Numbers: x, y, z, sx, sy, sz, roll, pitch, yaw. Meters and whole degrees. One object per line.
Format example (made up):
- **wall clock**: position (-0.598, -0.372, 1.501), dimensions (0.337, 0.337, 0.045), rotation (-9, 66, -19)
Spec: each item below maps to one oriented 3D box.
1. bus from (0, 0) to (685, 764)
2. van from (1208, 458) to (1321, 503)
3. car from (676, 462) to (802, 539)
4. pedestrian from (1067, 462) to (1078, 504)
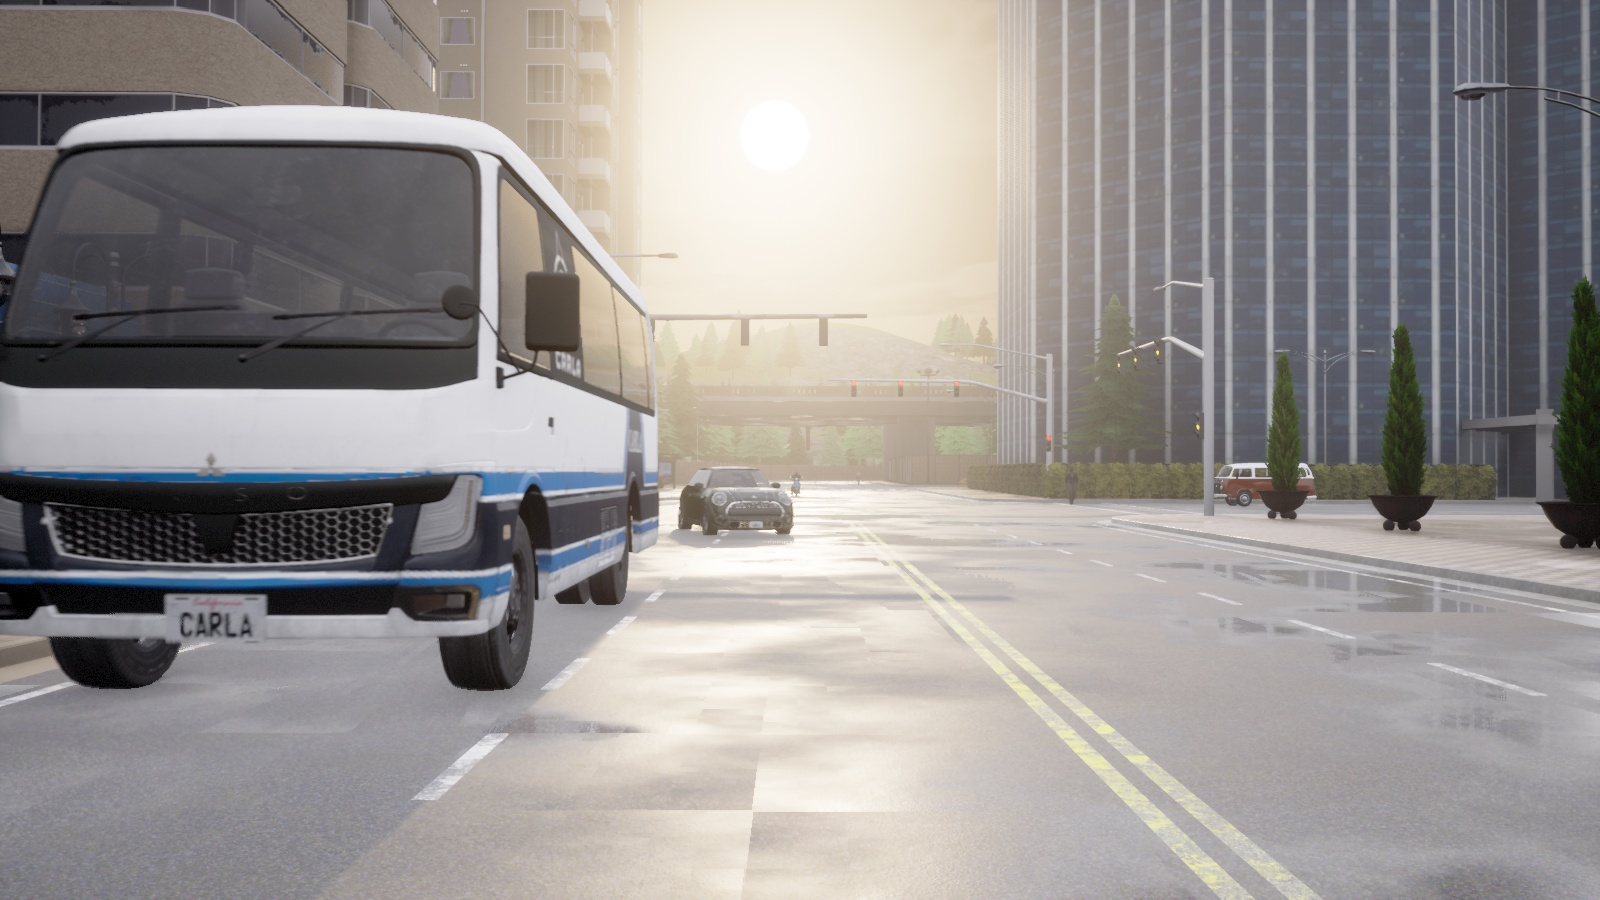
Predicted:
- **bus**: position (-3.537, -0.348, 11.948), dimensions (3.944, 4.253, 10.273), rotation (0, -1, 0)
- **van**: position (21.638, 1.433, 58.627), dimensions (4.480, 2.038, 2.069), rotation (0, -1, -1)
- **car**: position (-1.613, 1.204, 31.304), dimensions (2.097, 1.767, 4.553), rotation (0, -1, -16)
- **pedestrian**: position (12.807, 1.550, 59.061), dimensions (0.402, 1.930, 0.666), rotation (0, -1, 1)
